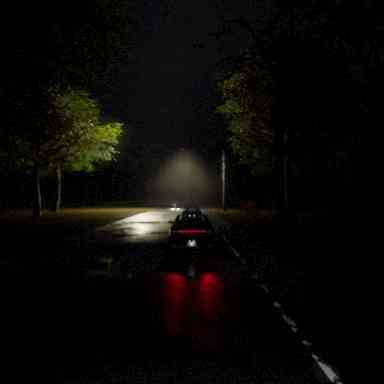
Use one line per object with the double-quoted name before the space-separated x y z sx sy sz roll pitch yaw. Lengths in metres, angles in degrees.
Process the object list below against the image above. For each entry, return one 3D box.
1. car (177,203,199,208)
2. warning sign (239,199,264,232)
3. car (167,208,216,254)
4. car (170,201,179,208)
"car" -0.011 1.943 28.997 2.033 1.411 5.357 0 -1 0
"warning sign" 3.531 1.368 19.810 1.300 1.860 1.060 -1 -2 0
"car" -0.002 1.667 14.303 2.128 1.511 4.902 0 -1 0
"car" -3.529 2.721 70.976 2.128 1.511 4.902 0 -1 0
